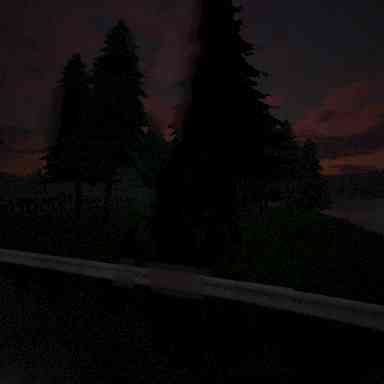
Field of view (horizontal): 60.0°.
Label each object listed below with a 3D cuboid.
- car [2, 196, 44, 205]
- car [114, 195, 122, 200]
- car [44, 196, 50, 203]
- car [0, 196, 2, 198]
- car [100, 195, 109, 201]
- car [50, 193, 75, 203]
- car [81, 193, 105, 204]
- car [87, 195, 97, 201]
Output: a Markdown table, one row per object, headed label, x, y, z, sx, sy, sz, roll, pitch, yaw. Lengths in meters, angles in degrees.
| label | x | y | z | sx | sy | sz | roll | pitch | yaw |
| --- | --- | --- | --- | --- | --- | --- | --- | --- | --- |
| car | -25.704 | 1.547 | 50.714 | 2.033 | 1.411 | 5.357 | 0 | 0 | 15 |
| car | -19.365 | 1.500 | 86.701 | 1.837 | 1.490 | 4.892 | 0 | 0 | -10 |
| car | -29.467 | 1.521 | 69.249 | 2.128 | 1.511 | 4.902 | 0 | 0 | 1 |
| car | -39.964 | 1.540 | 69.270 | 2.033 | 1.411 | 5.357 | 0 | 0 | 5 |
| car | -23.155 | 1.553 | 88.302 | 1.994 | 1.385 | 4.181 | 0 | 0 | -10 |
| car | -26.035 | 1.225 | 67.844 | 2.150 | 2.045 | 5.566 | 0 | 0 | 5 |
| car | -19.417 | 1.491 | 65.181 | 2.128 | 1.511 | 4.902 | 0 | 0 | 6 |
| car | -26.827 | 1.553 | 89.233 | 1.994 | 1.385 | 4.181 | 0 | 0 | -10 |
